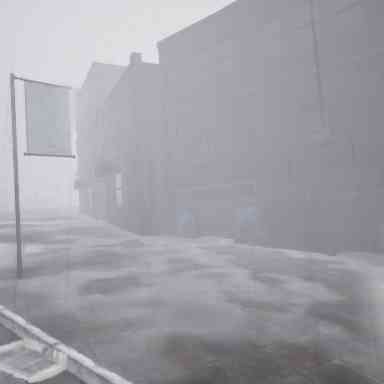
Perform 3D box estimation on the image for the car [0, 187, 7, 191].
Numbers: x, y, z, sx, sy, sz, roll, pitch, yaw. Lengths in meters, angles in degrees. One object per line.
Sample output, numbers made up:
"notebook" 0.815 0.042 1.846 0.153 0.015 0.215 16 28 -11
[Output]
"car" -47.416 -0.646 79.381 2.231 1.521 4.892 -4 -3 5
